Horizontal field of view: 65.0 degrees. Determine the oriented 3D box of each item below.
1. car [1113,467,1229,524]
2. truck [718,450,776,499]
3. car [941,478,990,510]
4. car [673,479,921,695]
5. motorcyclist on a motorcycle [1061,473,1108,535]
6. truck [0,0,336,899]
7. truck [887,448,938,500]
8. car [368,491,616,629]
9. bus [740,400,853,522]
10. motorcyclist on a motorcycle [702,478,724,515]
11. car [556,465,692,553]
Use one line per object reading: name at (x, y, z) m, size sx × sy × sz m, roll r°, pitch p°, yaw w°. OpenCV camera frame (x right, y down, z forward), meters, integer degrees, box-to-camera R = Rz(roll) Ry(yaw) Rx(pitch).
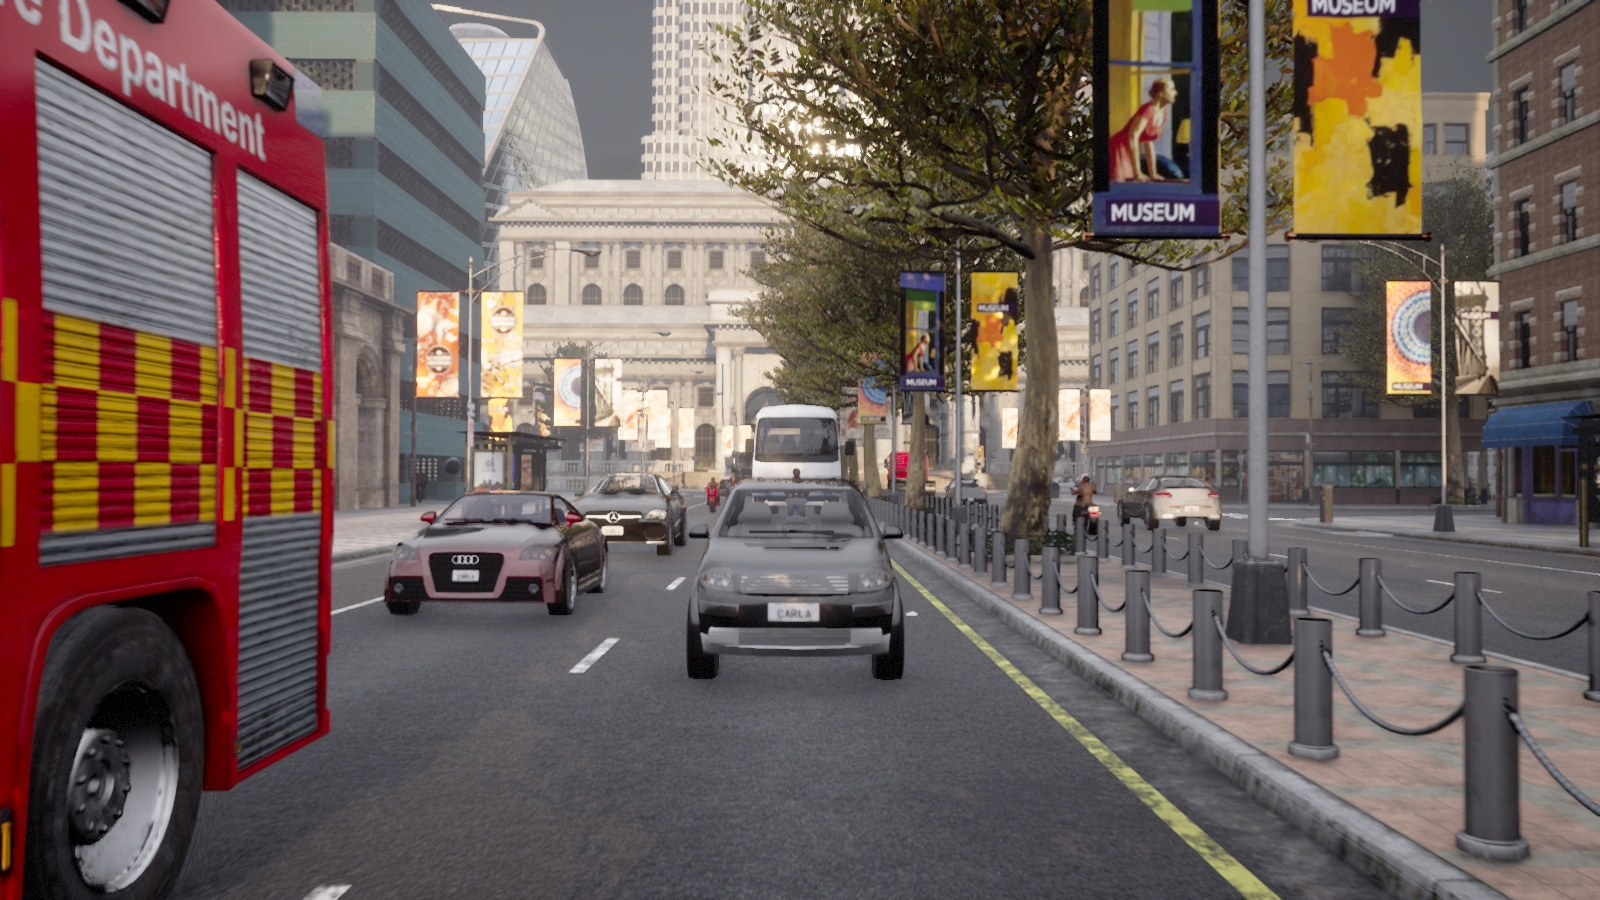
car at (11.428, 1.384, 39.110) m, size 2.152 × 1.651 × 5.027 m, roll 0°, pitch -1°, yaw 1°
truck at (-4.044, 1.852, 94.095) m, size 2.891 × 3.462 × 7.936 m, roll 0°, pitch -1°, yaw -13°
car at (7.852, 2.072, 59.768) m, size 1.845 × 1.501 × 3.633 m, roll 0°, pitch -1°, yaw 0°
car at (-0.027, 1.033, 10.954) m, size 1.789 × 1.549 × 3.705 m, roll 0°, pitch -1°, yaw 0°
motorcyclist on a motorcycle at (7.913, 1.483, 35.001) m, size 0.766 × 1.649 × 2.350 m, roll 0°, pitch -1°, yaw 0°
truck at (-3.508, -0.300, 1.356) m, size 2.891 × 3.827 × 8.468 m, roll 0°, pitch -1°, yaw 0°
truck at (7.755, 1.664, 87.467) m, size 2.891 × 3.462 × 7.936 m, roll 0°, pitch -1°, yaw 0°
car at (-3.538, 1.224, 15.267) m, size 1.994 × 1.385 × 4.181 m, roll 0°, pitch -1°, yaw 0°
bus at (-0.127, 0.491, 49.277) m, size 3.944 × 4.253 × 10.273 m, roll 0°, pitch -1°, yaw 0°
motorcyclist on a motorcycle at (-3.630, 1.936, 52.657) m, size 0.797 × 1.523 × 2.044 m, roll 0°, pitch -1°, yaw 0°
car at (-3.566, 1.175, 26.407) m, size 2.152 × 1.651 × 5.027 m, roll 0°, pitch -1°, yaw 0°
